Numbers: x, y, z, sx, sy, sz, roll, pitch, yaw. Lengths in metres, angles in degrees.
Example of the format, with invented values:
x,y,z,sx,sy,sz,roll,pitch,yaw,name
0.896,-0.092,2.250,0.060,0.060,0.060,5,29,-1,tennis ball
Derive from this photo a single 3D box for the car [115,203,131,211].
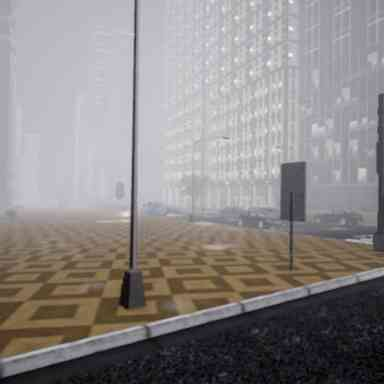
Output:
x,y,z,sx,sy,sz,roll,pitch,yaw,name
-12.148,2.798,60.649,2.008,1.369,4.403,0,-1,-26,car

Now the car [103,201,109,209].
x,y,z,sx,sy,sz,roll,pitch,yaw,name
-17.064,3.023,70.766,1.887,1.381,4.507,0,-1,-26,car

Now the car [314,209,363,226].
x,y,z,sx,sy,sz,roll,pitch,yaw,name
12.593,2.154,28.897,2.008,1.369,4.403,0,-1,-26,car

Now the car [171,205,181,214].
x,y,z,sx,sy,sz,roll,pitch,yaw,name
-3.173,2.549,48.191,1.994,1.385,4.181,1,-2,-26,car

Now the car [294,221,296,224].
x,y,z,sx,sy,sz,roll,pitch,yaw,name
6.568,2.025,28.080,1.882,1.535,5.008,1,-2,-26,car

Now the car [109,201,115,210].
x,y,z,sx,sy,sz,roll,pitch,yaw,name
-14.532,2.884,65.555,1.752,1.417,4.829,0,-1,-26,car

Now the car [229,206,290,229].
x,y,z,sx,sy,sz,roll,pitch,yaw,name
5.056,2.020,25.237,2.008,1.369,4.403,0,-1,-26,car

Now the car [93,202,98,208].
x,y,z,sx,sy,sz,roll,pitch,yaw,name
-24.436,3.373,85.941,1.887,1.381,4.507,0,-1,-26,car

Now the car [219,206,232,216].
x,y,z,sx,sy,sz,roll,pitch,yaw,name
5.220,2.497,44.073,1.947,1.339,4.313,0,-1,-26,car

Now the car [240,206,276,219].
x,y,z,sx,sy,sz,roll,pitch,yaw,name
7.678,2.387,39.015,1.947,1.339,4.313,0,-1,-26,car

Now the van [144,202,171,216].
x,y,z,sx,sy,sz,roll,pitch,yaw,name
-4.777,2.250,45.477,1.690,1.788,3.998,0,-1,-26,van

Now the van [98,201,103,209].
x,y,z,sx,sy,sz,roll,pitch,yaw,name
-19.523,2.935,75.828,1.690,1.788,3.998,0,-1,-26,van

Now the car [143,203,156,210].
x,y,z,sx,sy,sz,roll,pitch,yaw,name
-9.526,3.194,74.425,1.802,1.307,4.206,0,-1,-26,car
